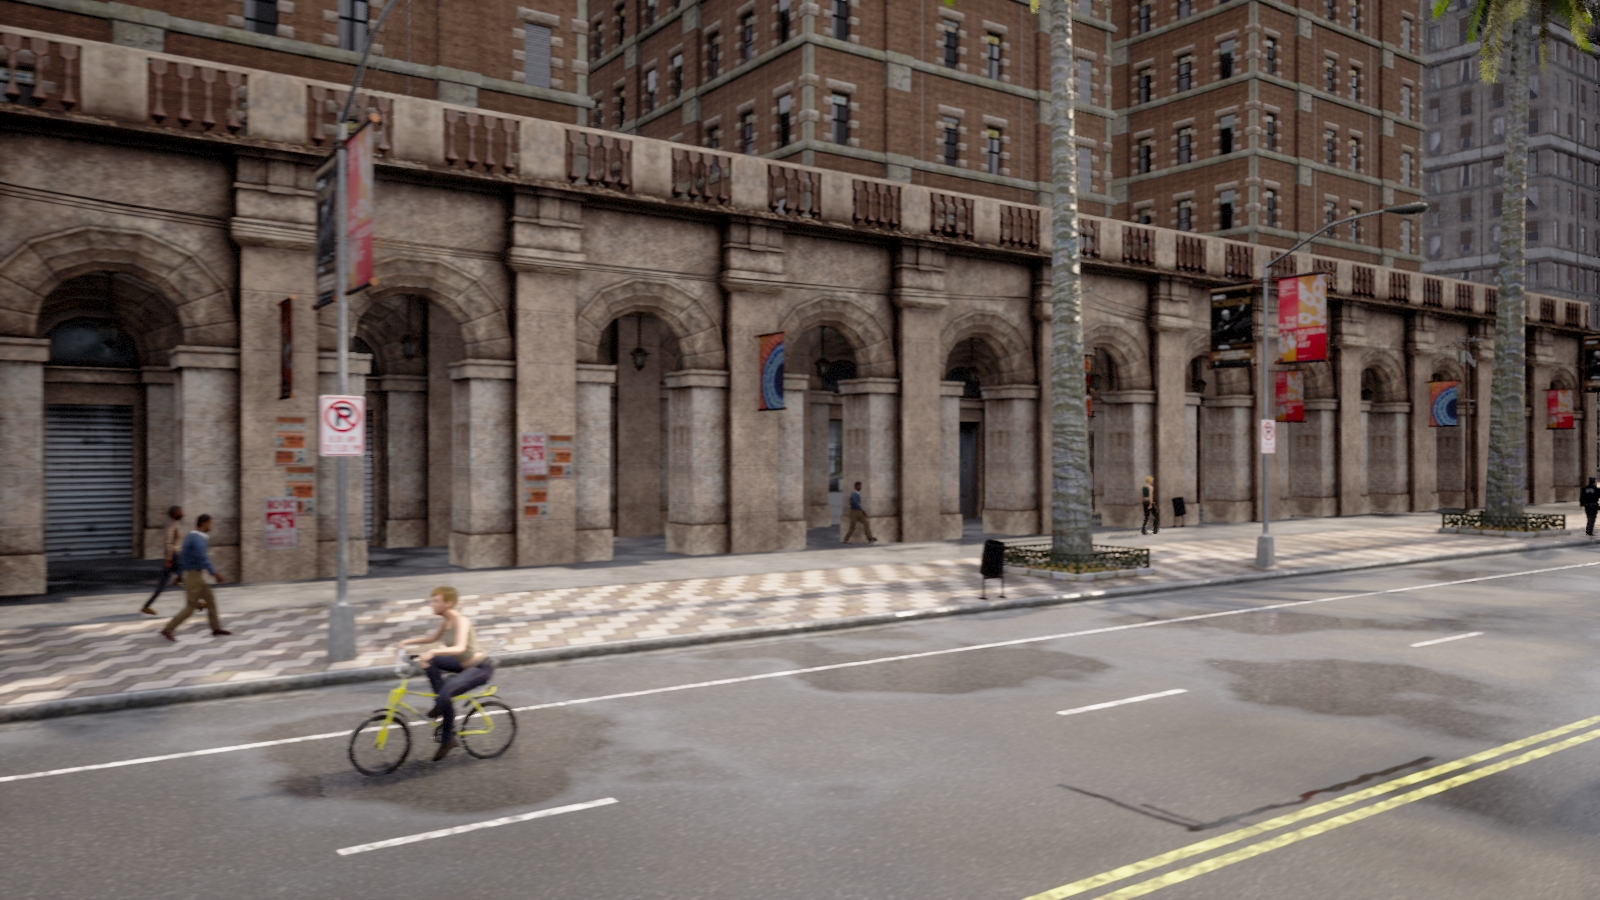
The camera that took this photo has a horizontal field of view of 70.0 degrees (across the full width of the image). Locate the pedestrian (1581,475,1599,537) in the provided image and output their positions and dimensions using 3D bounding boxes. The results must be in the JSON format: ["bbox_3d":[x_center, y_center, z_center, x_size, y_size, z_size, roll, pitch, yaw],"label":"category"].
[{"bbox_3d":[24.005,1.696,34.694,0.375,1.860,0.375,0,0,-38],"label":"pedestrian"}]

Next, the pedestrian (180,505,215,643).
[{"bbox_3d":[-8.323,1.696,15.786,0.375,1.860,0.375,0,0,-35],"label":"pedestrian"}]

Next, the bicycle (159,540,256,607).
[{"bbox_3d":[-10.936,2.256,21.099,1.487,1.080,0.859,0,0,-35],"label":"bicycle"}]

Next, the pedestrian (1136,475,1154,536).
[{"bbox_3d":[10.579,1.698,34.996,0.375,1.860,0.375,0,0,-34],"label":"pedestrian"}]

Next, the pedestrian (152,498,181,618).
[{"bbox_3d":[-10.042,1.696,18.116,0.375,1.860,0.375,0,0,-35],"label":"pedestrian"}]

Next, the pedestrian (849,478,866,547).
[{"bbox_3d":[1.576,1.696,31.205,0.375,1.860,0.375,0,0,19],"label":"pedestrian"}]
